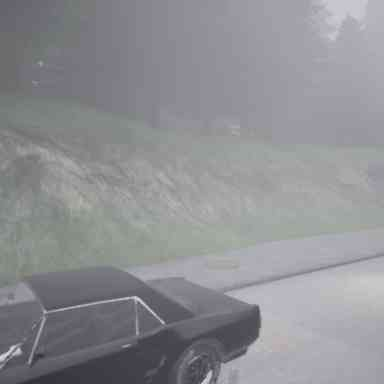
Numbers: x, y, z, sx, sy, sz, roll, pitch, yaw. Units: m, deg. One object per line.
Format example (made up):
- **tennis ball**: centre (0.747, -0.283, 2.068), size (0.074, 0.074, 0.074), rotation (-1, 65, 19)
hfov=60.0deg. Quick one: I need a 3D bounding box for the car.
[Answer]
- **car**: centre (-1.546, 1.600, 3.514), size (4.718, 1.301, 1.895), rotation (0, 0, -35)
